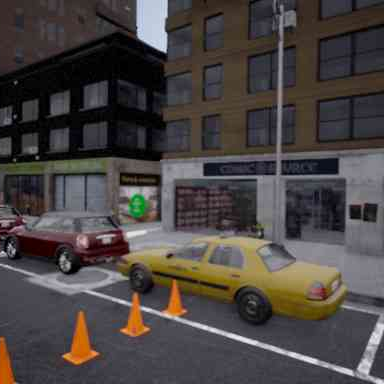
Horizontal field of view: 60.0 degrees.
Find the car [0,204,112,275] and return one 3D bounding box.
[{"bbox_3d":[-3.852,1.280,10.001,4.097,1.590,1.967,1,1,36],"label":"car"}]

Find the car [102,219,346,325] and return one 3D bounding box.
[{"bbox_3d":[0.489,1.470,6.872,4.829,1.417,1.752,1,1,36],"label":"car"}]

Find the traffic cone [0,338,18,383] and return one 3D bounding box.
[{"bbox_3d":[-2.067,1.888,3.618,0.340,0.580,0.340,1,1,36],"label":"traffic cone"}]

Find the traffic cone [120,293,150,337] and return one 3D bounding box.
[{"bbox_3d":[-0.898,1.892,5.241,0.340,0.580,0.340,1,1,36],"label":"traffic cone"}]

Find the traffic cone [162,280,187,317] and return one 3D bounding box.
[{"bbox_3d":[-0.313,1.894,6.052,0.340,0.580,0.340,1,1,36],"label":"traffic cone"}]

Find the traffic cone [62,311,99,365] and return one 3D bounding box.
[{"bbox_3d":[-1.483,1.890,4.430,0.340,0.580,0.340,1,1,36],"label":"traffic cone"}]
